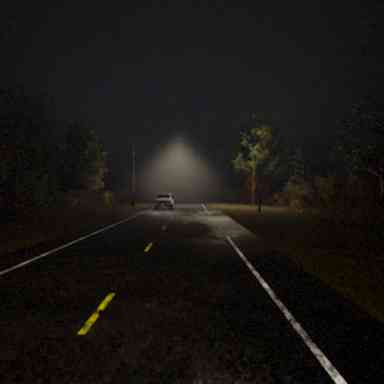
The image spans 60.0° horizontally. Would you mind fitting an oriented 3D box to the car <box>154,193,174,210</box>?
[{"bbox_3d":[-3.499,1.166,42.113,2.150,2.045,5.566,0,0,0],"label":"car"}]
